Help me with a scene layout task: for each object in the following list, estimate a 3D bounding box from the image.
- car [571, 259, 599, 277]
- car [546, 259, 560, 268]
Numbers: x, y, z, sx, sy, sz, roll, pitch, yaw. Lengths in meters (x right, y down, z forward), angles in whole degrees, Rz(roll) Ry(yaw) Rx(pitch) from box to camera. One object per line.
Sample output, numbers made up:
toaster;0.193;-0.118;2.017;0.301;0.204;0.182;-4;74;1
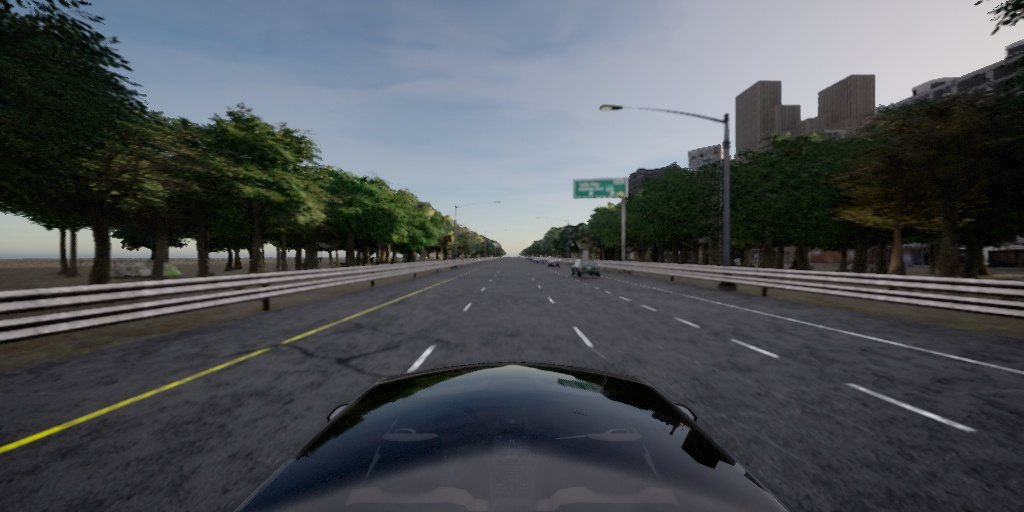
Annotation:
car;7.054;1.091;35.067;2.097;1.767;4.553;0;0;0
car;7.133;1.245;62.027;1.812;1.442;4.674;0;0;0
